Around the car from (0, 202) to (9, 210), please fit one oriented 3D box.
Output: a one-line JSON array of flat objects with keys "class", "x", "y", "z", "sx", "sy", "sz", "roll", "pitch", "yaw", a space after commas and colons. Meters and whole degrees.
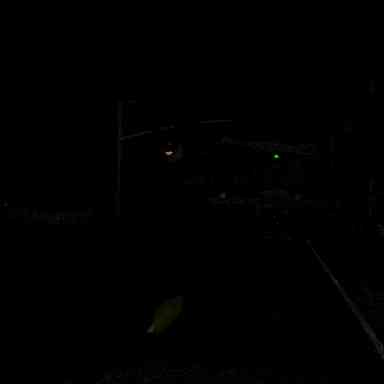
[{"class": "car", "x": -21.594, "y": 1.299, "z": 34.438, "sx": 4.718, "sy": 1.301, "sz": 1.895, "roll": 1, "pitch": 0, "yaw": 15}]
